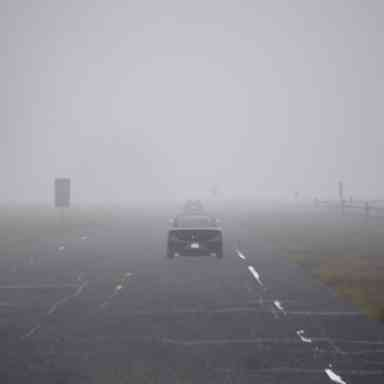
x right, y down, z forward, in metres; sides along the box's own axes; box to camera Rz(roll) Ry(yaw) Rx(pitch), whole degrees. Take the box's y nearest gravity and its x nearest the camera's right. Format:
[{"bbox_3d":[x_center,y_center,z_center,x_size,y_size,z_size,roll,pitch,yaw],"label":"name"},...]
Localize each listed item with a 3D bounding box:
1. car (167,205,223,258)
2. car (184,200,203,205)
[{"bbox_3d":[0.103,1.494,12.849,1.882,1.535,5.008,0,1,0],"label":"car"},{"bbox_3d":[0.131,1.442,33.547,1.994,1.385,4.181,0,0,0],"label":"car"}]
